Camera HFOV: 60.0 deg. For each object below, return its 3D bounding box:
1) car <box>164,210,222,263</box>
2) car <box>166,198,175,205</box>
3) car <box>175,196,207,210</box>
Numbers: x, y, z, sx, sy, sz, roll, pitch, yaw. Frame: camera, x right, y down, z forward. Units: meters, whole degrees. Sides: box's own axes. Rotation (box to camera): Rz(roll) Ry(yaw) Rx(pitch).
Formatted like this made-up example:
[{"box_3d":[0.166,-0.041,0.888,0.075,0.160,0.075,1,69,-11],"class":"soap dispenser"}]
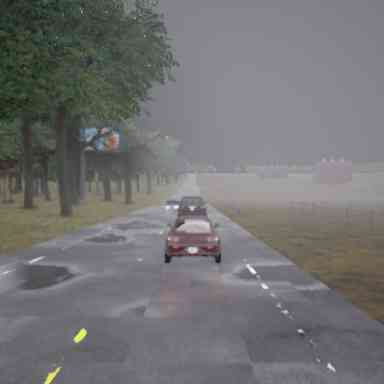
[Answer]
[{"box_3d":[0.044,1.569,12.063,1.812,1.442,4.674,0,-1,0],"class":"car"},{"box_3d":[-3.531,1.652,58.729,1.895,1.301,4.718,0,0,1],"class":"car"},{"box_3d":[0.038,1.304,26.420,2.150,2.045,5.566,0,0,0],"class":"car"}]
